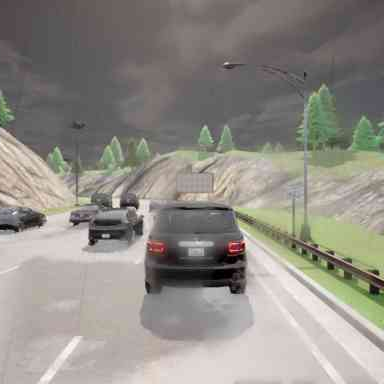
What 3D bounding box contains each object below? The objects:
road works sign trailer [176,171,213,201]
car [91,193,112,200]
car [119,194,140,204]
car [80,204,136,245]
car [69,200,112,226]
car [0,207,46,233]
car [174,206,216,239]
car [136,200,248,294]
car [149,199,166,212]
[{"bbox_3d":[0.190,0.464,21.622,2.380,3.560,2.880,0,0,0],"label":"road works sign trailer"},{"bbox_3d":[-11.273,1.214,41.477,2.150,2.045,5.566,0,-1,-7],"label":"car"},{"bbox_3d":[-7.823,1.218,41.775,2.150,2.045,5.566,0,-1,-7],"label":"car"},{"bbox_3d":[-3.417,1.504,15.611,1.837,1.490,4.892,0,0,0],"label":"car"},{"bbox_3d":[-6.936,1.547,23.446,2.033,1.411,5.357,0,0,0],"label":"car"},{"bbox_3d":[-10.423,1.563,19.852,1.994,1.385,4.181,0,0,0],"label":"car"},{"bbox_3d":[0.120,1.559,18.125,1.994,1.385,4.181,0,0,-1],"label":"car"},{"bbox_3d":[0.088,1.221,8.909,2.150,2.045,5.566,0,0,0],"label":"car"},{"bbox_3d":[-4.120,1.600,40.040,1.895,1.301,4.718,0,0,-5],"label":"car"}]
